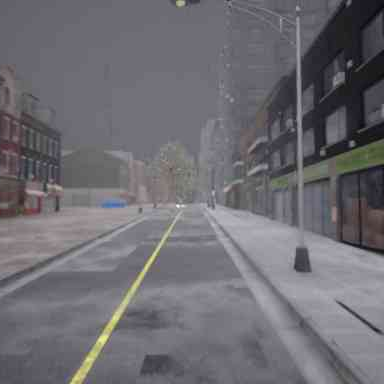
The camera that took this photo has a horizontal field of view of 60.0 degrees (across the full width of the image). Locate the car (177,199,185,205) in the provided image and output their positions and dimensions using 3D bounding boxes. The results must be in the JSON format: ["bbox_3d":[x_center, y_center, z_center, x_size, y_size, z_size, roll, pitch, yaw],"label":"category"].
[{"bbox_3d":[-2.786,2.489,81.986,2.128,1.511,4.902,0,-1,0],"label":"car"}]

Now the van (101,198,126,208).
[{"bbox_3d":[-12.949,1.947,55.079,3.998,1.788,1.690,0,-3,0],"label":"van"}]
